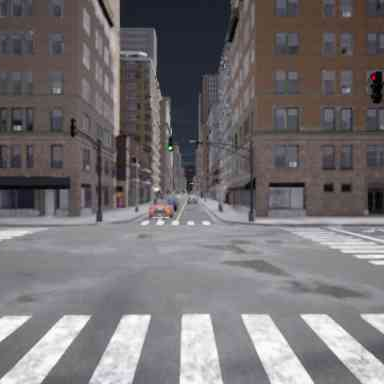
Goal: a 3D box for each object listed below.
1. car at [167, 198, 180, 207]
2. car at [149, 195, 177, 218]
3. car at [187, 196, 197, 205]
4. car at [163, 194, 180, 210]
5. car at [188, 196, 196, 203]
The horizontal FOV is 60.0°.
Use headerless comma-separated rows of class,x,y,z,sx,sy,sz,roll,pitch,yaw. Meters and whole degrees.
car,-2.929,1.738,54.209,1.895,1.301,4.718,0,0,0
car,-2.826,1.427,31.250,2.097,1.767,4.553,0,0,-1
car,0.061,1.653,62.553,2.128,1.511,4.902,0,0,0
car,-2.895,1.321,41.473,2.150,2.045,5.566,0,0,0
car,0.002,1.551,72.974,1.812,1.442,4.674,0,0,0
